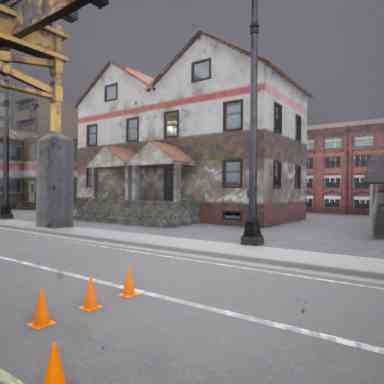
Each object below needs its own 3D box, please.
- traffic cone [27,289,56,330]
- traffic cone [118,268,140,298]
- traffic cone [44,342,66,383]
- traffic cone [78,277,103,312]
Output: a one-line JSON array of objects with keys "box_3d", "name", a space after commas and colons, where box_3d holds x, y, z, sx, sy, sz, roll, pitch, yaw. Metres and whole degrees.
[{"box_3d": [-2.546, 1.949, 5.630, 0.340, 0.580, 0.340, 0, 0, 36], "name": "traffic cone"}, {"box_3d": [-1.375, 1.949, 7.251, 0.340, 0.580, 0.340, 0, 0, 36], "name": "traffic cone"}, {"box_3d": [-1.509, 1.952, 3.649, 0.340, 0.580, 0.340, 0, 0, 36], "name": "traffic cone"}, {"box_3d": [-1.960, 1.949, 6.441, 0.340, 0.580, 0.340, 0, 0, 36], "name": "traffic cone"}]
